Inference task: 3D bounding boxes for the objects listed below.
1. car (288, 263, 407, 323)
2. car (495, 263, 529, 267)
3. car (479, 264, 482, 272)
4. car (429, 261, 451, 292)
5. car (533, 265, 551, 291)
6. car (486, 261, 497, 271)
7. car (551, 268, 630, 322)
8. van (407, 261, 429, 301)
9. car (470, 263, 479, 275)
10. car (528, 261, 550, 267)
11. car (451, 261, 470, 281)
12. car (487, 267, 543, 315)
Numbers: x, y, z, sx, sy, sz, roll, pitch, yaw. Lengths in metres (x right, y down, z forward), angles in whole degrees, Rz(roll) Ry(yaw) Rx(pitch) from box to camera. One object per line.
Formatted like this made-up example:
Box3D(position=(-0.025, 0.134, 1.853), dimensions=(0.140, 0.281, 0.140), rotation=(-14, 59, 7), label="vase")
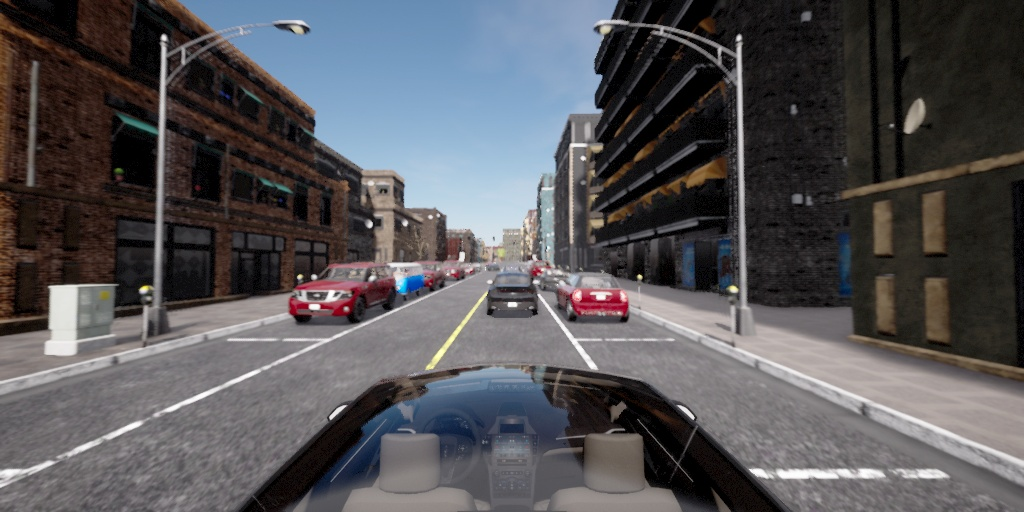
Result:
Box3D(position=(-5.691, 1.168, 12.828), dimensions=(2.192, 1.841, 5.009), rotation=(0, 0, 0), label="car")
Box3D(position=(0.035, 1.497, 29.275), dimensions=(2.128, 1.511, 4.902), rotation=(0, 0, 1), label="car")
Box3D(position=(-5.700, 1.801, 56.083), dimensions=(2.007, 1.370, 4.403), rotation=(0, 0, 0), label="car")
Box3D(position=(-5.693, 1.268, 23.641), dimensions=(2.192, 1.841, 5.009), rotation=(0, 0, 0), label="car")
Box3D(position=(2.688, 1.504, 23.636), dimensions=(2.007, 1.370, 4.403), rotation=(0, 0, 0), label="car")
Box3D(position=(-3.060, 1.840, 58.822), dimensions=(1.994, 1.385, 4.181), rotation=(0, -1, 1), label="car")
Box3D(position=(2.689, 1.293, 12.822), dimensions=(1.967, 1.591, 4.097), rotation=(0, 0, 0), label="car")
Box3D(position=(-5.692, 1.244, 18.235), dimensions=(1.690, 1.789, 3.998), rotation=(0, 0, 0), label="van")
Box3D(position=(-5.697, 1.591, 45.270), dimensions=(1.967, 1.591, 4.097), rotation=(0, 0, 0), label="car")
Box3D(position=(2.686, 1.367, 34.450), dimensions=(2.192, 1.841, 5.009), rotation=(0, 0, 0), label="car")
Box3D(position=(-5.695, 1.367, 34.455), dimensions=(2.192, 1.841, 5.009), rotation=(0, 0, 0), label="car")
Box3D(position=(0.039, 1.373, 14.298), dimensions=(1.837, 1.490, 4.892), rotation=(0, 0, 1), label="car")
